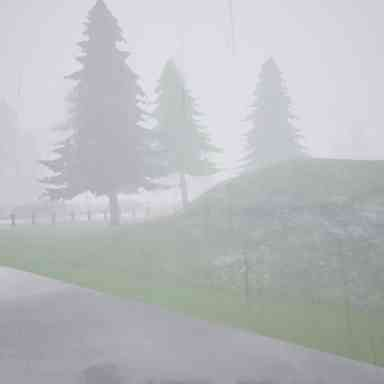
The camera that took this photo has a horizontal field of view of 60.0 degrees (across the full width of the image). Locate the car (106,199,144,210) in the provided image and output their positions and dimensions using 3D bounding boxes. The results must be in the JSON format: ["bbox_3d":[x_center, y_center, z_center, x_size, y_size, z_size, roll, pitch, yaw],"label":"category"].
[{"bbox_3d":[-7.517,1.466,37.335,4.181,1.385,1.994,0,0,-40],"label":"car"}]

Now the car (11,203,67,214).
[{"bbox_3d":[-14.150,1.386,31.004,2.128,1.511,4.902,0,0,44],"label":"car"}]

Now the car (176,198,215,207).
[{"bbox_3d":[0.541,1.462,43.613,5.357,1.411,2.033,0,0,-35],"label":"car"}]
